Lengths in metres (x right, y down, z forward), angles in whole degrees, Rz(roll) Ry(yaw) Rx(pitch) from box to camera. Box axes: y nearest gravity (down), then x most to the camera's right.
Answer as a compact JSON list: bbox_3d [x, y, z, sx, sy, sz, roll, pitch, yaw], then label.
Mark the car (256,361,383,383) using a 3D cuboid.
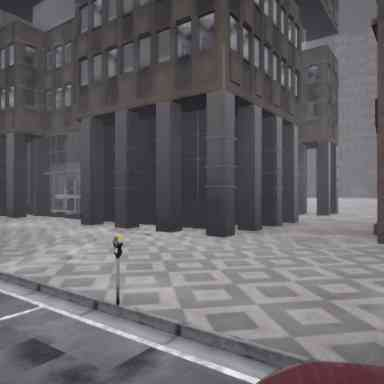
[{"bbox_3d":[2.156,1.581,1.426,4.206,1.307,1.802,0,0,36],"label":"car"}]
